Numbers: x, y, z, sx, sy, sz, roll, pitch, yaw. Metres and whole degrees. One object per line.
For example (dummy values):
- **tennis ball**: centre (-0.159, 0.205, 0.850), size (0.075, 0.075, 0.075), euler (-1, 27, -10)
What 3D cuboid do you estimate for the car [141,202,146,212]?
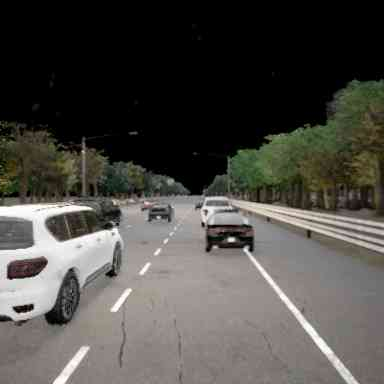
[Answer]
- **car**: centre (-5.614, 1.998, 44.949), size (1.895, 1.301, 4.718), euler (0, 0, 2)

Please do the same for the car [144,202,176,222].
- **car**: centre (-2.579, 1.749, 28.728), size (1.837, 1.490, 4.892), euler (0, 0, 2)

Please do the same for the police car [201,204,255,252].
- **police car**: centre (1.488, 1.533, 14.568), size (1.930, 1.638, 5.238), euler (0, 0, 2)

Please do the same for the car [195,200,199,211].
- **car**: centre (1.384, 1.901, 48.227), size (1.837, 1.490, 4.892), euler (0, 0, 2)

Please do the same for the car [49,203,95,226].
- **car**: centre (-9.625, 1.737, 27.130), size (1.882, 1.535, 5.008), euler (0, 0, 2)

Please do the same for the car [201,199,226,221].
- **car**: centre (1.920, 1.589, 30.402), size (2.097, 1.767, 4.553), euler (0, 0, 2)

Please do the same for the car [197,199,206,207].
- **car**: centre (1.907, 2.069, 65.305), size (1.812, 1.442, 4.674), euler (0, -1, 2)

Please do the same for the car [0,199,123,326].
- **car**: centre (-3.155, 1.294, 7.391), size (2.150, 2.045, 5.566), euler (0, 0, 2)

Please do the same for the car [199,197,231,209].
- **car**: centre (1.755, 1.412, 24.475), size (2.150, 2.045, 5.566), euler (0, 0, 2)
